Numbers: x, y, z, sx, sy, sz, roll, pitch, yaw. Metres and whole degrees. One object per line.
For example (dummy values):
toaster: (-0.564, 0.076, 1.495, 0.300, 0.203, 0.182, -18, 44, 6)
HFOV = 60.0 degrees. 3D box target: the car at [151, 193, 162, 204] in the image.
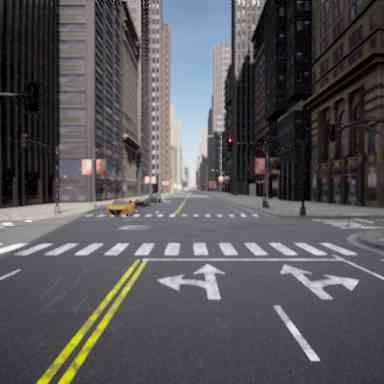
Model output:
car: (-6.375, 1.023, 57.295, 2.097, 1.767, 4.553, 0, 0, 0)

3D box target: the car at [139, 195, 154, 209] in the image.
car: (-6.409, 1.398, 42.134, 1.895, 1.301, 4.718, 0, 0, 0)

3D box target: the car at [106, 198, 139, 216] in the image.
car: (-6.432, 1.371, 30.468, 1.882, 1.535, 5.008, 0, 1, 0)
